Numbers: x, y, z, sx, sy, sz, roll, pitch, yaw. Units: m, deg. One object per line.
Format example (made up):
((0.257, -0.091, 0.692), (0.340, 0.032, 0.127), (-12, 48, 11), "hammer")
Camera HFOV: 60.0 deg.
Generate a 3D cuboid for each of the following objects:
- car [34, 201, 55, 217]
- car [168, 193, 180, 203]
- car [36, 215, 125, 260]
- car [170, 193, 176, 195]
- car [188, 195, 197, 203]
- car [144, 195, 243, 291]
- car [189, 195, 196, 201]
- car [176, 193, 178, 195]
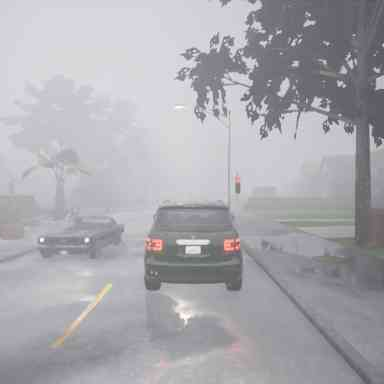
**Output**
((-13.577, 1.526, 28.910), (4.674, 1.442, 1.812), (0, 0, 0), "car")
((-3.922, 1.225, 73.325), (2.150, 2.045, 5.566), (0, 0, 0), "car")
((-3.980, 1.601, 12.659), (1.895, 1.301, 4.718), (0, 0, 1), "car")
((-4.036, 1.352, 52.410), (2.097, 1.767, 4.553), (0, 0, 0), "car")
((0.083, 1.500, 73.034), (1.837, 1.490, 4.892), (0, 0, 0), "car")
((0.047, 1.221, 9.170), (2.150, 2.045, 5.566), (0, 0, 1), "car")
((0.094, 1.478, 88.123), (1.882, 1.535, 5.008), (0, 0, 0), "car")
((-3.992, 1.491, 62.812), (2.128, 1.511, 4.902), (0, 0, 0), "car")
